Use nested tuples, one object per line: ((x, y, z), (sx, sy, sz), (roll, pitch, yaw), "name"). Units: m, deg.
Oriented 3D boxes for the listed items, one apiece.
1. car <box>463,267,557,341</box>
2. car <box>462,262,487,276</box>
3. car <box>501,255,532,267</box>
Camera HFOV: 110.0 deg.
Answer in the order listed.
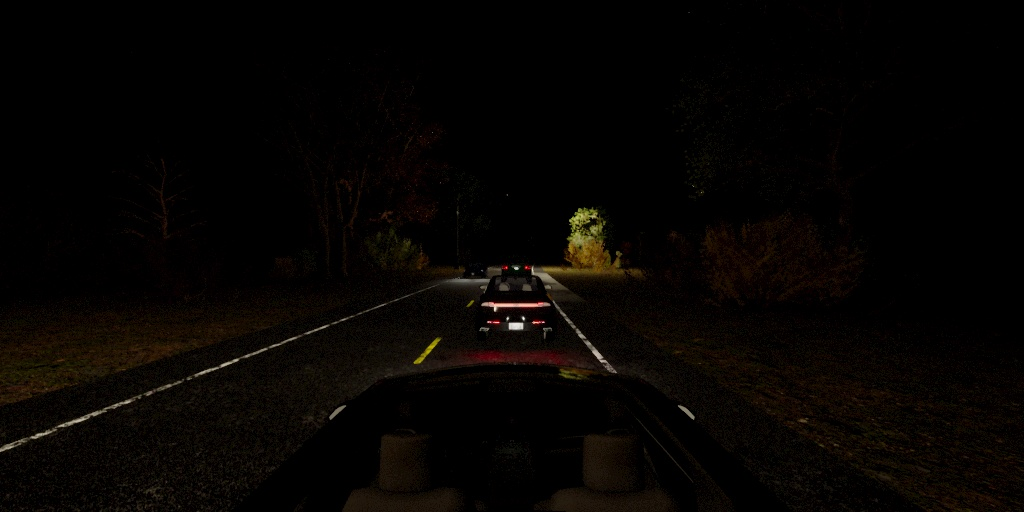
((0.101, 1.237, 9.842), (2.128, 1.511, 4.902), (0, 0, 0), "car")
((-3.208, 1.245, 32.386), (1.812, 1.442, 4.674), (0, 0, 2), "car")
((0.350, 0.951, 27.185), (2.150, 2.045, 5.566), (0, 0, 1), "car")
